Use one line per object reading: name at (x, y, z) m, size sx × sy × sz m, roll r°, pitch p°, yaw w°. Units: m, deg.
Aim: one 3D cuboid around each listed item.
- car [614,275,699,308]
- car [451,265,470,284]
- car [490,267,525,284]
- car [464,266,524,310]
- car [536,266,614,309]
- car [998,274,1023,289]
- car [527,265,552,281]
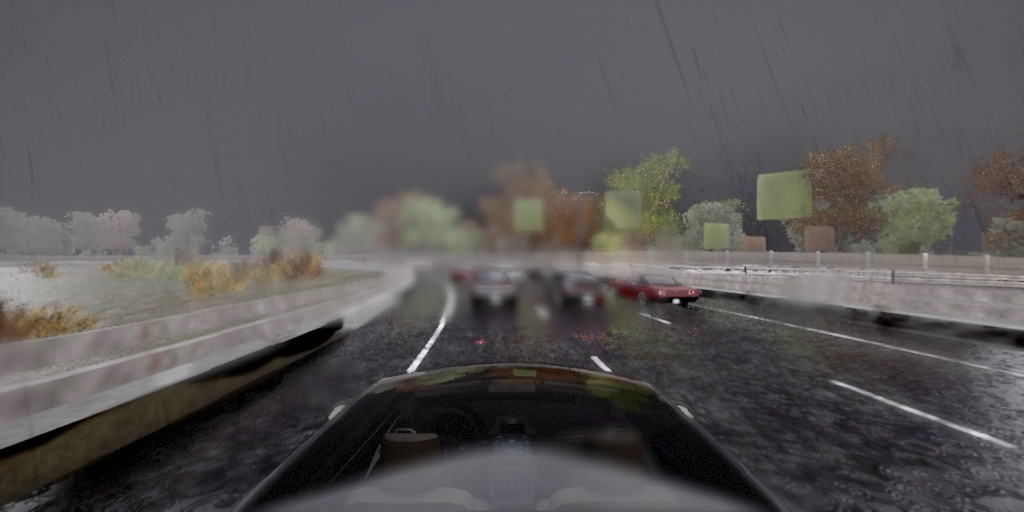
car at (6.091, 1.494, 16.117) m, size 1.895 × 1.301 × 4.718 m, roll 0°, pitch -1°, yaw -7°
car at (-4.188, 1.518, 31.193) m, size 1.882 × 1.535 × 5.008 m, roll 0°, pitch 0°, yaw -16°
car at (-0.530, 1.642, 31.137) m, size 1.895 × 1.301 × 4.718 m, roll 0°, pitch -1°, yaw -16°
car at (-0.899, 1.380, 15.570) m, size 2.128 × 1.511 × 4.902 m, roll 0°, pitch 0°, yaw -8°
car at (2.577, 1.398, 15.968) m, size 1.837 × 1.490 × 4.892 m, roll 0°, pitch 0°, yaw -8°
car at (44.691, 1.977, 30.082) m, size 5.008 × 1.535 × 1.882 m, roll 3°, pitch 0°, yaw 22°
car at (2.785, 1.545, 32.263) m, size 2.128 × 1.511 × 4.902 m, roll 0°, pitch 0°, yaw -16°
